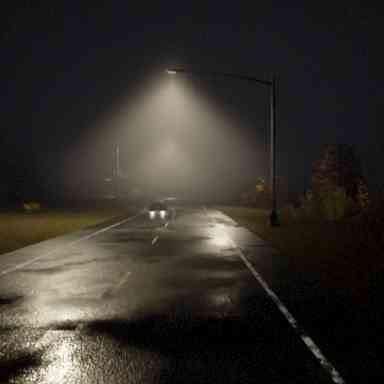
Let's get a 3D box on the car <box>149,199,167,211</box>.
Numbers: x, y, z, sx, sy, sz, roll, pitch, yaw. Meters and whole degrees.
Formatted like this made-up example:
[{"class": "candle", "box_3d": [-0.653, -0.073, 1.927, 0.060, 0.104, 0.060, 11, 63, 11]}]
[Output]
[{"class": "car", "box_3d": [-4.186, 1.590, 41.138, 1.994, 1.385, 4.181, 0, 0, -5]}]
